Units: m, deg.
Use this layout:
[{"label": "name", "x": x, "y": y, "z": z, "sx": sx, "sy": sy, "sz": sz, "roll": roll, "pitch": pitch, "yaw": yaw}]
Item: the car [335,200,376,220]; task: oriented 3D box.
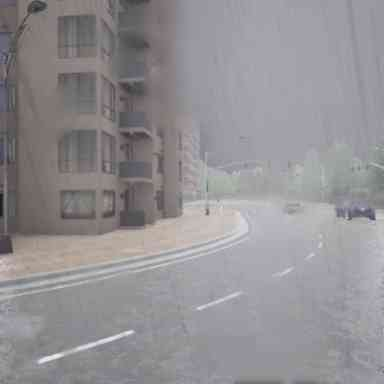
[{"label": "car", "x": 13.915, "y": 1.439, "z": 28.658, "sx": 2.097, "sy": 1.767, "sz": 4.553, "roll": 0, "pitch": 0, "yaw": 8}]

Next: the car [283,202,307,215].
[{"label": "car", "x": 11.318, "y": 1.814, "z": 36.765, "sx": 1.895, "sy": 1.301, "sz": 4.718, "roll": 0, "pitch": 0, "yaw": 7}]
